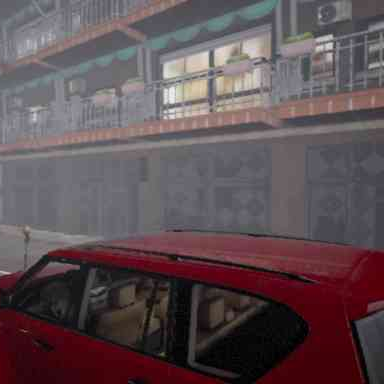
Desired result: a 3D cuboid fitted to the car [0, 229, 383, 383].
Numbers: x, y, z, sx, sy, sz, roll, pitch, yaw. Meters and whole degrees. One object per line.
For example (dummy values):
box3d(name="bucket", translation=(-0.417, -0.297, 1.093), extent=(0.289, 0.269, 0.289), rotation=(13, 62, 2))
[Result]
box3d(name="car", translation=(-0.476, 1.316, 3.197), extent=(5.009, 1.841, 2.192), rotation=(0, 1, 36))
